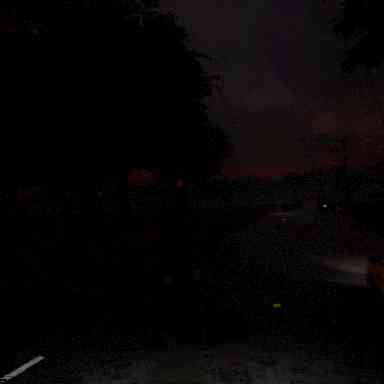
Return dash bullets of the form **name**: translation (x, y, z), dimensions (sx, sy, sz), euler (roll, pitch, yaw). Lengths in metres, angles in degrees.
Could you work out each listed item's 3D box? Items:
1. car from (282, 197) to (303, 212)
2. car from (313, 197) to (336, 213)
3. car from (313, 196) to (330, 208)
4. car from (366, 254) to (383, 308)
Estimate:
- **car**: translation (10.719, 1.294, 35.458), dimensions (1.882, 1.535, 5.008), euler (-3, -1, 20)
- **car**: translation (13.042, 1.253, 32.843), dimensions (1.994, 1.385, 4.181), euler (-3, -1, 20)
- **car**: translation (16.533, 1.254, 42.514), dimensions (1.895, 1.301, 4.718), euler (-3, -1, 20)
- **car**: translation (3.625, 1.325, 4.558), dimensions (1.801, 1.575, 5.366), euler (-3, 0, 20)
